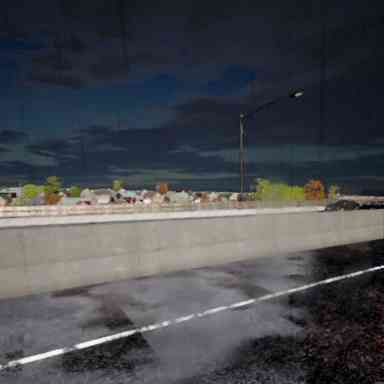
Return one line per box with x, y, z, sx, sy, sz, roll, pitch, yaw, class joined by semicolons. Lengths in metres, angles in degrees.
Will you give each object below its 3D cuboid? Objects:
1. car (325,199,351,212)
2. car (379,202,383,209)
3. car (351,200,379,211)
16.762;1.591;36.958;4.892;1.490;1.837;0;0;-34;car
19.533;1.436;30.379;4.553;1.767;2.097;0;0;-34;car
18.596;1.651;33.972;4.181;1.385;1.994;0;0;-34;car
